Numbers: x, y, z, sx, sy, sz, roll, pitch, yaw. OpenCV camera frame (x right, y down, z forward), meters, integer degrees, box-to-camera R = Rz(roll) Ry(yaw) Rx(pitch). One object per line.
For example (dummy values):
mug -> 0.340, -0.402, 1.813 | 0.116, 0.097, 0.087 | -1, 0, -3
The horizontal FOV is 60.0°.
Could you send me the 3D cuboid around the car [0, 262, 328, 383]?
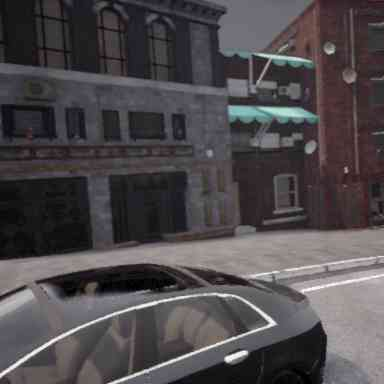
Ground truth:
car -> -0.901, 1.488, 2.758 | 4.892, 1.490, 1.837 | 0, 0, -34
